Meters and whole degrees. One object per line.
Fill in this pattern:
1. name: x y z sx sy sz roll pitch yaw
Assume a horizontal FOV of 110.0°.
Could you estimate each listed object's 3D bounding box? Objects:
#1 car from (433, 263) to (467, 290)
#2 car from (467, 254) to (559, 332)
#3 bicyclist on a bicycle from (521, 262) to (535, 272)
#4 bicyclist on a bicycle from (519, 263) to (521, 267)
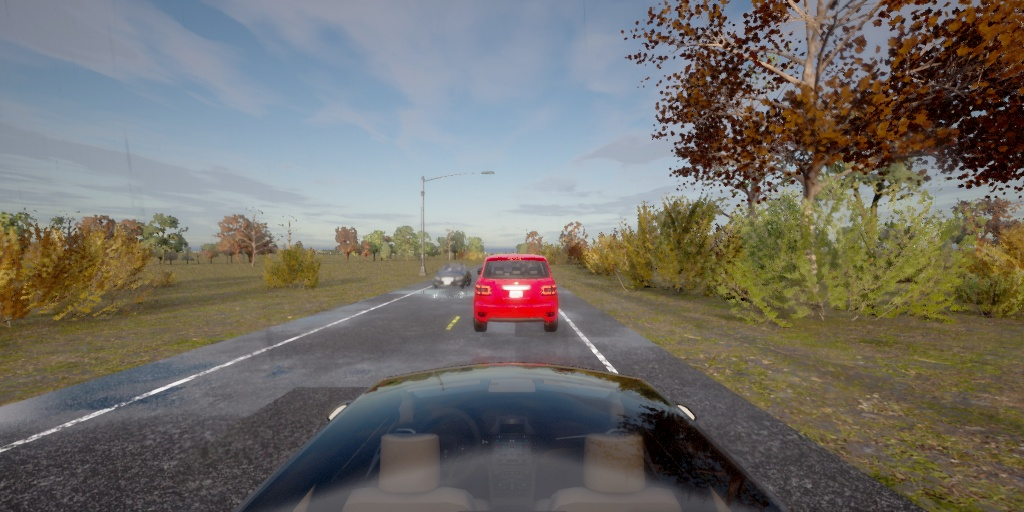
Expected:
1. car: -3.641 1.234 22.582 2.128 1.511 4.902 0 0 0
2. car: 0.090 0.968 10.973 2.150 2.045 5.566 0 0 0
3. bicyclist on a bicycle: 0.940 1.114 18.679 0.659 1.776 1.843 0 0 0
4. bicyclist on a bicycle: 0.898 1.111 28.692 0.659 1.776 1.843 0 0 0
